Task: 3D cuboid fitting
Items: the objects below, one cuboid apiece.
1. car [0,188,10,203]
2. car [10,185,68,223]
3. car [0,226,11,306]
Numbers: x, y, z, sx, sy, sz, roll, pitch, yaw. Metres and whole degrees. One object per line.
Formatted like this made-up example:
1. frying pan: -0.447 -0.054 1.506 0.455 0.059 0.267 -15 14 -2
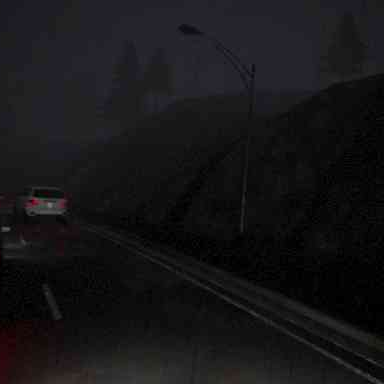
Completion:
1. car: -19.168 0.253 32.548 1.812 1.442 4.674 5 0 -44
2. car: -9.030 0.648 19.734 2.150 2.045 5.566 5 -1 -35
3. car: -4.863 1.144 6.730 1.882 1.535 5.008 5 0 -30
